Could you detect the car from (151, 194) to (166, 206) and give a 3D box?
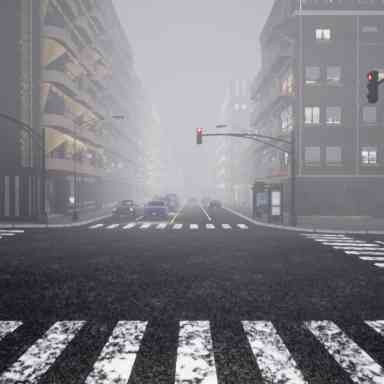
[{"bbox_3d":[-5.733,1.312,57.395,2.192,1.841,5.009,0,0,0],"label":"car"}]

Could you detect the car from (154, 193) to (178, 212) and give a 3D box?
[{"bbox_3d":[-3.114,1.349,38.913,2.097,1.767,4.553,0,0,0],"label":"car"}]

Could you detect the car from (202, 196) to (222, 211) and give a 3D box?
[{"bbox_3d":[2.660,1.548,40.480,2.008,1.369,4.403,0,0,0],"label":"car"}]

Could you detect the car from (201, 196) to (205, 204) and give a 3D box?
[{"bbox_3d":[2.656,1.542,46.118,1.887,1.381,4.507,0,0,0],"label":"car"}]

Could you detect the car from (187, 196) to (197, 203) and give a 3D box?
[{"bbox_3d":[0.051,1.561,69.704,1.994,1.385,4.181,0,0,0],"label":"car"}]

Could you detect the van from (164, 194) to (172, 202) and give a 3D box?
[{"bbox_3d":[-5.748,1.337,79.951,1.690,1.788,3.998,0,0,0],"label":"van"}]

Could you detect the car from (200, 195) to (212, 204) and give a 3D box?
[{"bbox_3d":[2.644,1.437,63.035,1.967,1.590,4.097,0,0,0],"label":"car"}]

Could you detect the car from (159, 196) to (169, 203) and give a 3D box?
[{"bbox_3d":[-5.740,1.522,68.503,1.752,1.417,4.829,0,0,0],"label":"car"}]

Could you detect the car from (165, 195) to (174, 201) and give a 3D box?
[{"bbox_3d":[-5.751,1.546,85.590,2.008,1.369,4.403,0,0,0],"label":"car"}]

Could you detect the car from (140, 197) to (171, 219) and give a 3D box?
[{"bbox_3d":[-3.108,1.475,29.285,1.882,1.535,5.008,0,0,-1],"label":"car"}]

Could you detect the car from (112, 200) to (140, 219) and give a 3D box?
[{"bbox_3d":[-5.713,1.438,29.202,1.967,1.590,4.097,0,0,0],"label":"car"}]
